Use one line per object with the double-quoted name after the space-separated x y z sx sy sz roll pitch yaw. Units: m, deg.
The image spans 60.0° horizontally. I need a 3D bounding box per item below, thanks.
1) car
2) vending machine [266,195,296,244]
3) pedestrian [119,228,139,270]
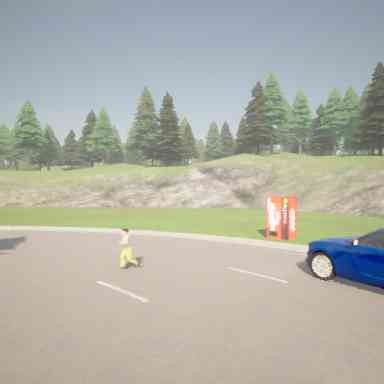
4.830 1.478 7.387 1.882 1.535 5.008 0 0 -27 "car"
4.051 1.195 15.098 0.880 2.100 1.100 0 0 43 "vending machine"
-1.843 1.574 9.547 0.375 1.300 0.375 0 0 41 "pedestrian"
